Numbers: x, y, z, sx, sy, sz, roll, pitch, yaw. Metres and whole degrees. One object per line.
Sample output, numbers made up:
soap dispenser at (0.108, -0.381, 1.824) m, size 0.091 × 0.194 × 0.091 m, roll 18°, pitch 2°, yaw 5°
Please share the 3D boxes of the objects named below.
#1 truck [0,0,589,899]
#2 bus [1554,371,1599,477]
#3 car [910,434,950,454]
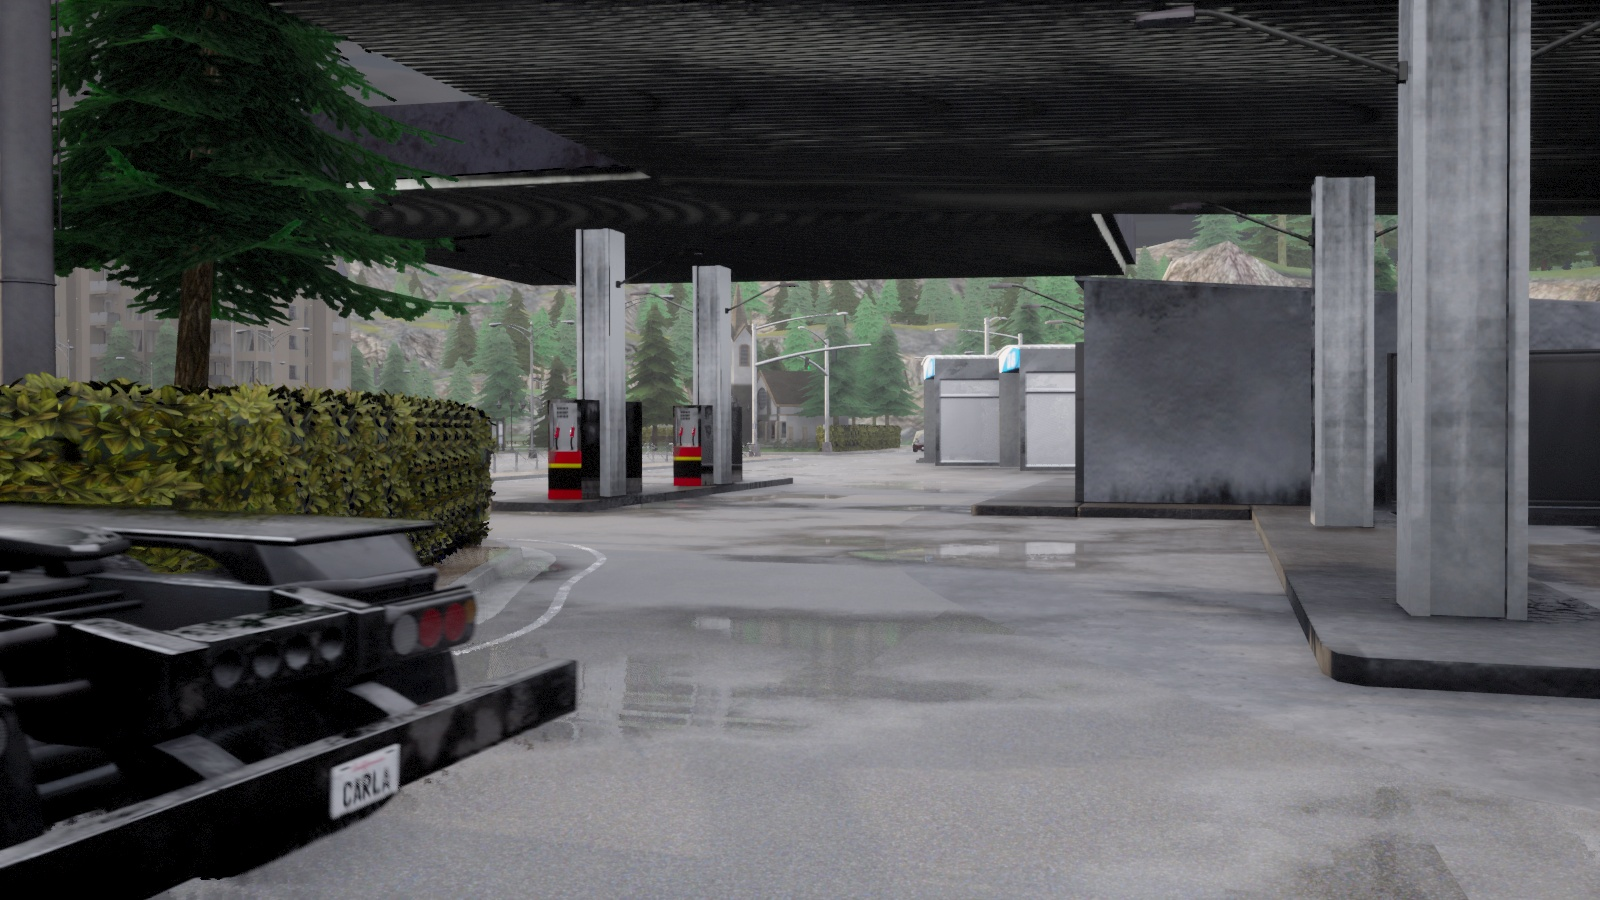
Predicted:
truck at (-5.096, -0.214, 4.866) m, size 7.936 × 3.462 × 2.891 m, roll 2°, pitch 1°, yaw 18°
bus at (34.061, -1.038, 50.417) m, size 3.944 × 4.253 × 10.273 m, roll 1°, pitch 1°, yaw 16°
car at (10.122, -0.504, 97.455) m, size 2.163 × 1.488 × 4.792 m, roll 0°, pitch 1°, yaw 17°
